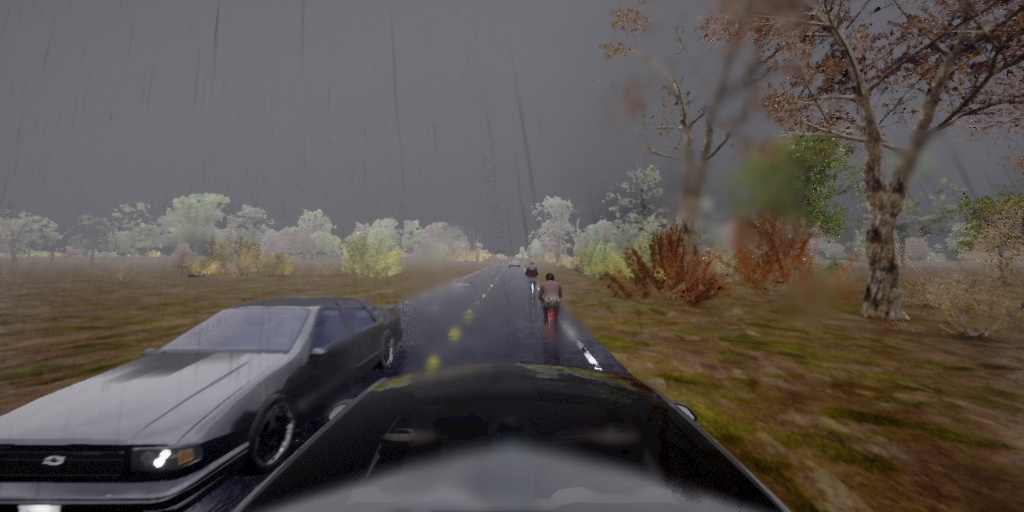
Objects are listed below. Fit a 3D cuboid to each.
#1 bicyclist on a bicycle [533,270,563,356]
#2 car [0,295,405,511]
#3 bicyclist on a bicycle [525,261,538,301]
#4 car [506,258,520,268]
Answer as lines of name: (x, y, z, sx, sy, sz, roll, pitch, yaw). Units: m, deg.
bicyclist on a bicycle: (0.846, 1.201, 7.716, 0.582, 1.620, 1.656, -1, 0, 0)
car: (-3.084, 1.297, 5.013, 2.033, 1.411, 5.357, 0, 0, 0)
bicyclist on a bicycle: (0.909, 1.120, 16.343, 0.659, 1.776, 1.843, 0, 0, 0)
car: (0.479, 1.318, 63.041, 1.994, 1.385, 4.181, 0, 0, 0)
